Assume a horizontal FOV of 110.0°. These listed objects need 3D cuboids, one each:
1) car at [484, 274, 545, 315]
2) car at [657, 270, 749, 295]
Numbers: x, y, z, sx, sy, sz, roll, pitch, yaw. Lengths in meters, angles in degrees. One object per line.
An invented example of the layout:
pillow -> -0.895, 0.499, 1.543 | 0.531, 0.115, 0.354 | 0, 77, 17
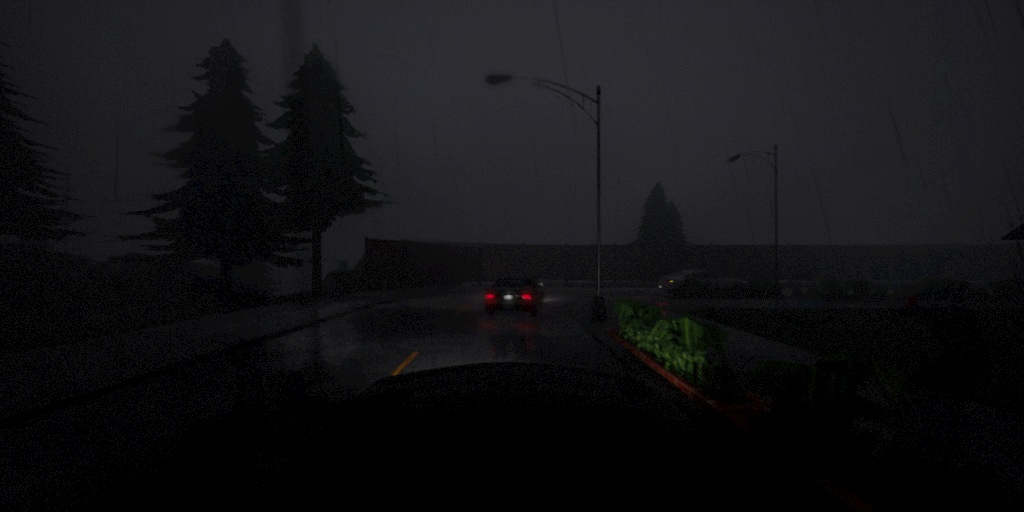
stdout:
car -> 0.213, 1.436, 14.284 | 2.033, 1.411, 5.357 | 0, -1, 7
car -> 10.553, 1.475, 19.967 | 4.674, 1.442, 1.812 | 0, -1, 0
